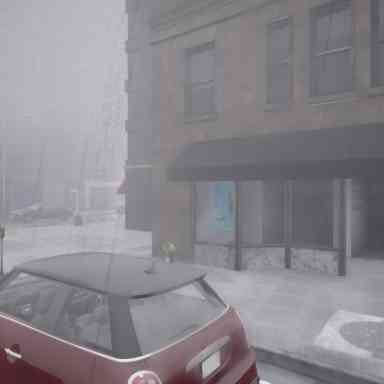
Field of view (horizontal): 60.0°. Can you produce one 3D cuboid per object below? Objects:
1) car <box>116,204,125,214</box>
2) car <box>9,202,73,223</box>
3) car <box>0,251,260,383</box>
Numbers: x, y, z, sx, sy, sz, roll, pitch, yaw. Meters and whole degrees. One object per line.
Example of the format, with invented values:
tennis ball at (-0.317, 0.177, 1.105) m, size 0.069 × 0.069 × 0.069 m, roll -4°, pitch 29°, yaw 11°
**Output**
car at (-5.609, 1.556, 33.553) m, size 1.994 × 1.385 × 4.181 m, roll 0°, pitch 0°, yaw 36°
car at (-11.376, 1.516, 25.386) m, size 1.812 × 1.442 × 4.674 m, roll 0°, pitch 0°, yaw 37°
car at (-1.418, 1.440, 3.864) m, size 4.097 × 1.590 × 1.967 m, roll 0°, pitch 0°, yaw 36°
